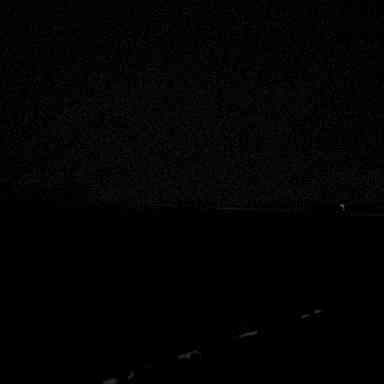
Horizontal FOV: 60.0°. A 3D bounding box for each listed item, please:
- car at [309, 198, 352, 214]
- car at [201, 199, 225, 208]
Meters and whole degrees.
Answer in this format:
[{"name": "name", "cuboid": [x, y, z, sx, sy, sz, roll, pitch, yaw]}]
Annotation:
[{"name": "car", "cuboid": [15.688, 1.504, 37.725, 2.097, 1.767, 4.553, 1, -1, -35]}, {"name": "car", "cuboid": [3.492, 1.836, 54.915, 2.128, 1.511, 4.902, 1, -1, -35]}]
